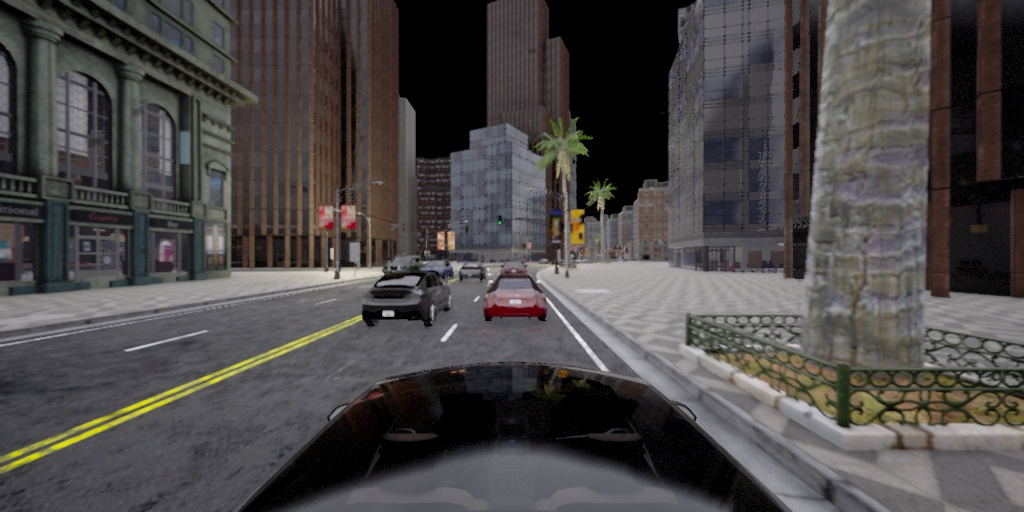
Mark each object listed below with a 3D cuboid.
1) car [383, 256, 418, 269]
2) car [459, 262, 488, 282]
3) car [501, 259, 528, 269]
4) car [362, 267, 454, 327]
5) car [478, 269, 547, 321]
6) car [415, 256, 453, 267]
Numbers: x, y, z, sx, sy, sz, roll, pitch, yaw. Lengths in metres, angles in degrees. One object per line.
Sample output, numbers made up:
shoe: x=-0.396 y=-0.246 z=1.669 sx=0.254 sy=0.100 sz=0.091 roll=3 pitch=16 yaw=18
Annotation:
car: x=-9.652 y=0.977 z=32.306 sx=2.150 sy=2.045 sz=5.566 roll=0 pitch=0 yaw=3
car: x=-3.070 y=1.244 z=29.020 sx=2.128 sy=1.511 sz=4.902 roll=0 pitch=0 yaw=1
car: x=0.162 y=1.105 z=28.356 sx=2.097 sy=1.767 sz=4.553 roll=0 pitch=0 yaw=1
car: x=-3.152 y=1.253 z=11.565 sx=1.837 sy=1.490 sz=4.892 roll=0 pitch=-1 yaw=0
car: x=0.097 y=1.313 z=12.471 sx=1.994 sy=1.385 sz=4.181 roll=0 pitch=0 yaw=0
car: x=-6.431 y=1.105 z=30.978 sx=2.097 sy=1.767 sz=4.553 roll=0 pitch=0 yaw=2
